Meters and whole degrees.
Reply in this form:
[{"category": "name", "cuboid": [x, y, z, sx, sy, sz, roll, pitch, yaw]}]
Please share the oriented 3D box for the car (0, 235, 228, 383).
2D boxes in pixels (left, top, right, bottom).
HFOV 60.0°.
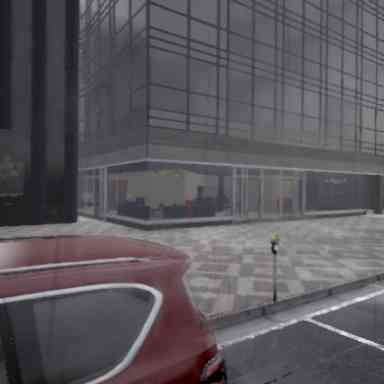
[{"category": "car", "cuboid": [-2.064, 1.283, 1.557, 5.009, 1.841, 2.192, 0, 1, -34]}]
